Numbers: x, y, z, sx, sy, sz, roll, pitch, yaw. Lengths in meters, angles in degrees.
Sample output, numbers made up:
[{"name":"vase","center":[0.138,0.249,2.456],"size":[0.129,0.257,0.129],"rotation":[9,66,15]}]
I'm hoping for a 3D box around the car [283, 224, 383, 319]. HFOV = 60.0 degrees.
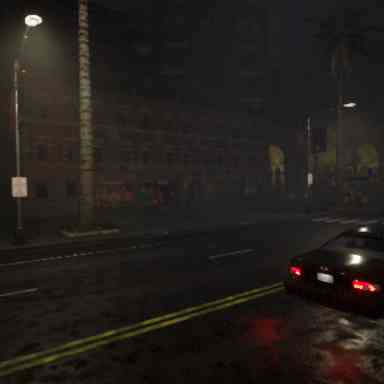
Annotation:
[{"name":"car","center":[4.202,1.395,6.925],"size":[5.357,1.411,2.033],"rotation":[-2,1,-36]}]
